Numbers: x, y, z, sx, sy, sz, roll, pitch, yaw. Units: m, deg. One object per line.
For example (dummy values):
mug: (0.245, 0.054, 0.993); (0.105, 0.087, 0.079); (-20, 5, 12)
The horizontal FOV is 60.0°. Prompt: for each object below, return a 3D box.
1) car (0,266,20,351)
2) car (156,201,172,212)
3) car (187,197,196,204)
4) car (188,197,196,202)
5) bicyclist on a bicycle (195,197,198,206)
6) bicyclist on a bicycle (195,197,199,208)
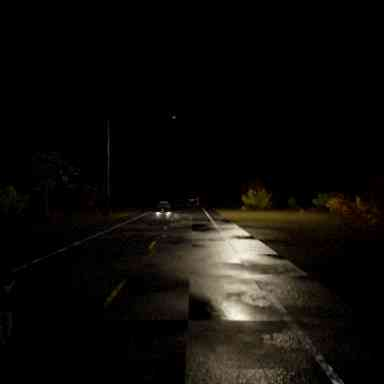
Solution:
car: (-3.616, 1.552, 3.486); (1.812, 1.442, 4.674); (0, 0, 0)
car: (-3.644, 1.842, 44.045); (2.033, 1.411, 5.357); (0, 0, 0)
car: (-0.085, 1.979, 74.353); (2.128, 1.511, 4.902); (0, 0, 0)
car: (-0.098, 1.896, 86.098); (2.033, 1.411, 5.357); (0, 0, 0)
bicyclist on a bicycle: (0.893, 1.846, 62.361); (0.582, 1.620, 1.656); (0, -1, 0)
bicyclist on a bicycle: (0.901, 1.718, 53.587); (0.659, 1.776, 1.843); (0, 0, 0)
